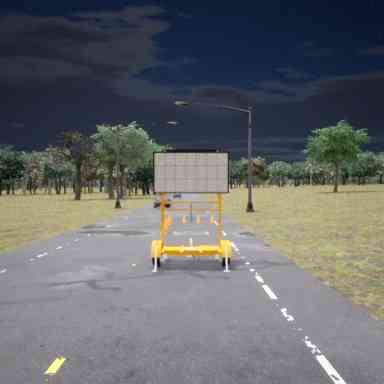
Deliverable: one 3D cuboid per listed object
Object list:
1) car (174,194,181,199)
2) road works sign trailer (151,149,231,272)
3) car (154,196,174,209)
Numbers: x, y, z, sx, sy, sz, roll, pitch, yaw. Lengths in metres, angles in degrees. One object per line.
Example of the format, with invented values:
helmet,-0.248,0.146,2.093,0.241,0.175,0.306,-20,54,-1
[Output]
car,-3.713,0.951,83.961,2.033,1.411,5.357,0,1,0
road works sign trailer,-0.026,0.445,10.692,2.380,3.560,2.880,0,0,0
car,-3.706,1.293,41.901,1.882,1.535,5.008,0,0,0
